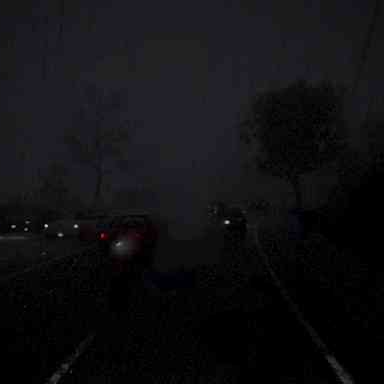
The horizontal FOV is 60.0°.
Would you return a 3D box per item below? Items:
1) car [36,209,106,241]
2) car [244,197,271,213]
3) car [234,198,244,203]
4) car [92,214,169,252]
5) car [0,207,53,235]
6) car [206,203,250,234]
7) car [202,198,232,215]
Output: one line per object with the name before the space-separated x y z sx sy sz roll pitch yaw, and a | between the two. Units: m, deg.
car | -5.562 1.615 17.088 1.895 1.301 4.718 0 0 9
car | 8.049 1.450 39.591 2.097 1.767 4.553 0 0 21
car | 8.778 1.683 57.677 1.994 1.385 4.181 0 0 30
car | -2.260 1.621 14.153 1.895 1.301 4.718 0 0 8
car | -8.764 1.571 18.879 1.994 1.385 4.181 0 0 10
car | 2.247 1.607 19.815 1.994 1.385 4.181 0 0 10
car | 2.524 1.615 34.869 2.033 1.411 5.357 0 0 18
